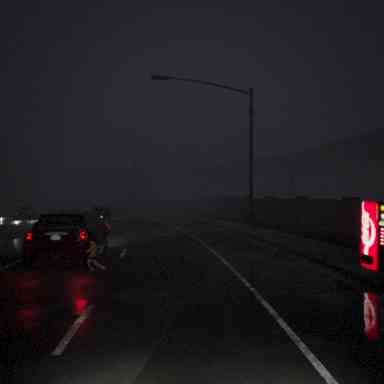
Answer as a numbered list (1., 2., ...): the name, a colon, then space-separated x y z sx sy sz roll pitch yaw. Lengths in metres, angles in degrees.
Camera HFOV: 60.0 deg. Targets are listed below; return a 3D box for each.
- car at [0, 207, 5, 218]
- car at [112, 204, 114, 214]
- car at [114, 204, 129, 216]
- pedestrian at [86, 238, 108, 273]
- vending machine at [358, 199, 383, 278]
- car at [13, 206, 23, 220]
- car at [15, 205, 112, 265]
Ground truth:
1. car: -23.920 2.376 40.304 1.812 1.442 4.674 0 -2 -31
2. car: -8.853 2.046 32.107 1.837 1.490 4.892 0 -2 -17
3. car: -9.459 2.253 42.909 2.128 1.511 4.902 0 -1 -25
4. pedestrian: -2.750 1.737 9.509 0.500 1.100 0.500 -1 0 -6
5. vending machine: 5.438 1.247 9.325 1.100 2.100 0.880 1 0 -5
6. car: -17.821 2.208 35.633 1.812 1.442 4.674 0 -1 -23
7. car: -4.406 1.460 12.263 2.097 1.767 4.553 0 -1 -6
